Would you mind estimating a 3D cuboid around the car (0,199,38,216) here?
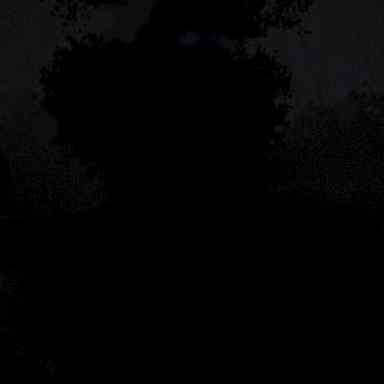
[{"bbox_3d":[-17.447,1.437,31.941,1.882,1.535,5.008,0,1,39],"label":"car"}]
